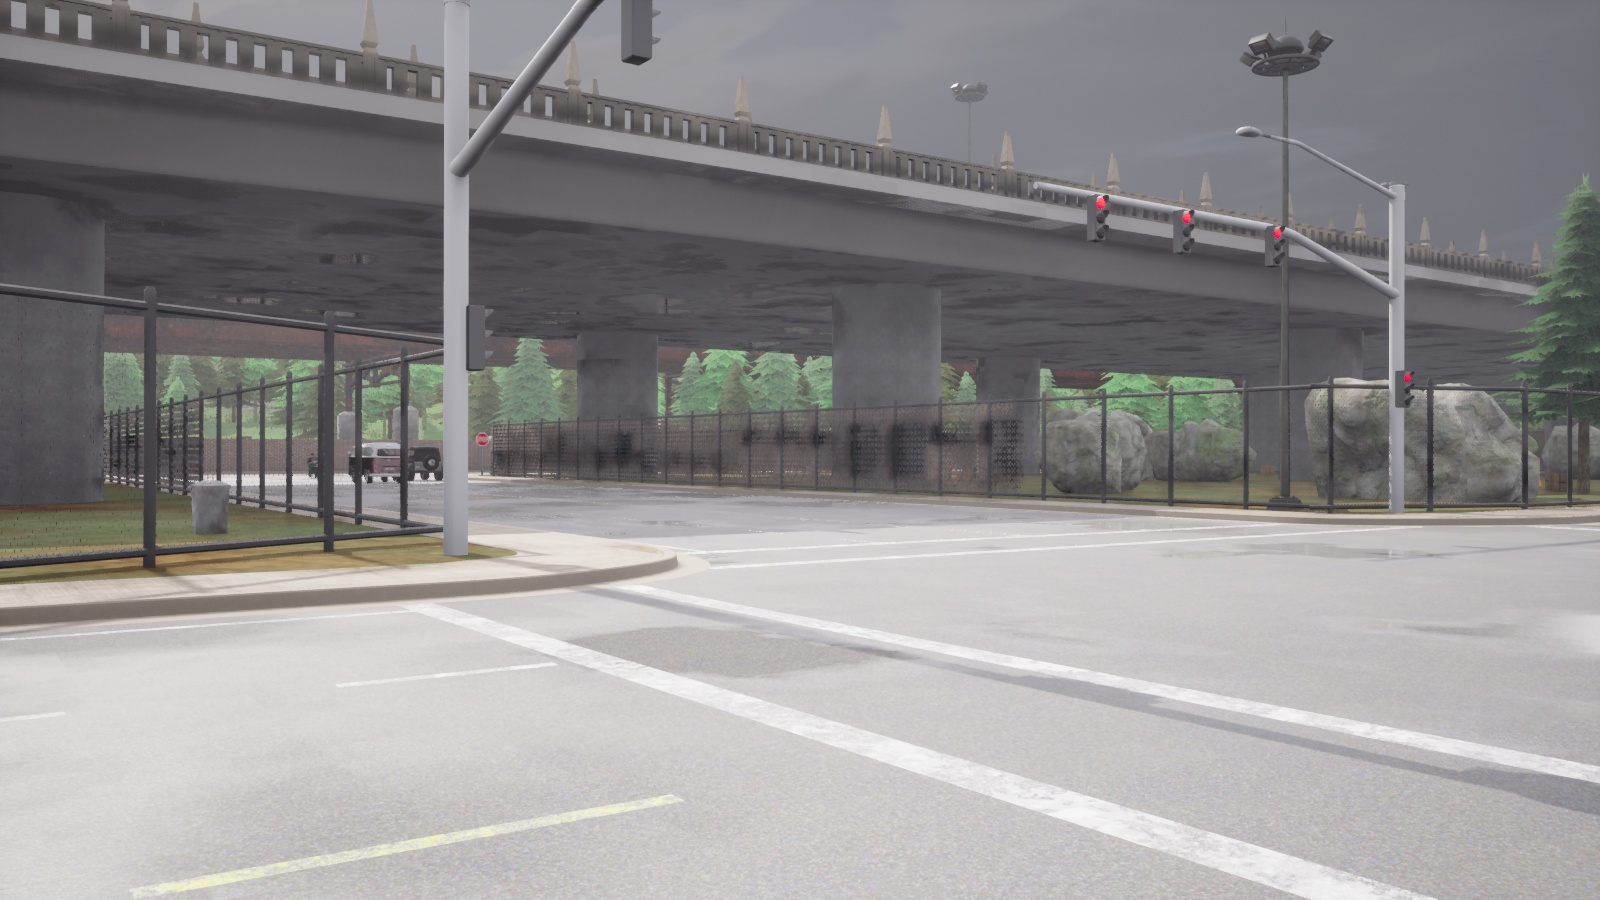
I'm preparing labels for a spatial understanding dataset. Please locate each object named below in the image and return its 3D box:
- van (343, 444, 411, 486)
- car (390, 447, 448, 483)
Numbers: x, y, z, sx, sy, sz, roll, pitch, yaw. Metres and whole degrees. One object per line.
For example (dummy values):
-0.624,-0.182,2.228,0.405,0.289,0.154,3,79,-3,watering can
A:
-21.388,0.727,63.354,2.069,2.038,4.480,0,0,-35,van
-20.874,0.809,68.727,1.905,1.878,3.866,0,0,-35,car
